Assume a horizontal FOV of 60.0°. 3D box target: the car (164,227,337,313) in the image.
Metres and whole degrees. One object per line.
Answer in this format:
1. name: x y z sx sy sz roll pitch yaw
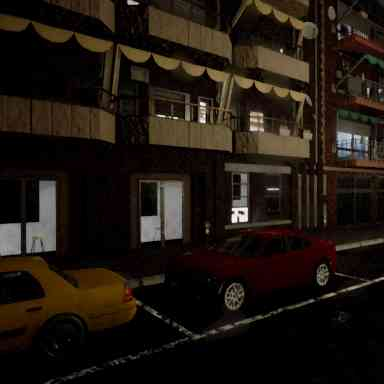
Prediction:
1. car: 1.488 1.544 7.628 4.507 1.381 1.887 0 0 -36

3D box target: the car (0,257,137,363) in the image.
1. car: -3.149 1.525 4.321 4.829 1.417 1.752 0 0 -36
